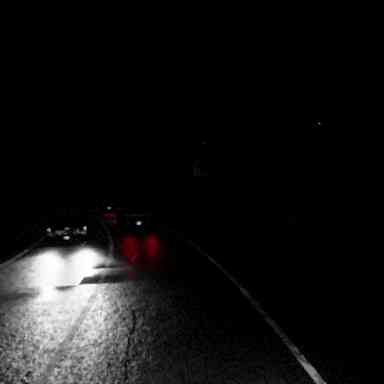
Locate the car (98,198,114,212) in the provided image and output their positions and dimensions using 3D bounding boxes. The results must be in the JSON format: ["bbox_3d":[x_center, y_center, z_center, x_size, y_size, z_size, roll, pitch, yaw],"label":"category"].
[{"bbox_3d":[-9.872,1.513,38.950,1.837,1.490,4.892,-2,0,-18],"label":"car"}]

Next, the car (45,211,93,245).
[{"bbox_3d":[-5.856,1.645,16.208,1.895,1.301,4.718,-2,0,-15],"label":"car"}]

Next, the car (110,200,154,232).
[{"bbox_3d":[-3.502,1.446,19.948,2.128,1.511,4.902,-2,0,-16],"label":"car"}]
